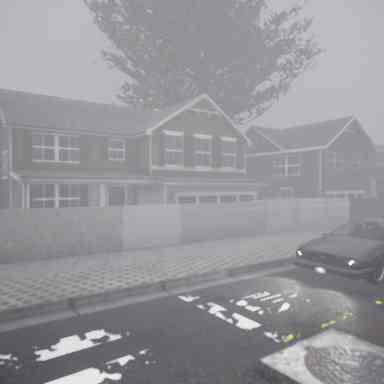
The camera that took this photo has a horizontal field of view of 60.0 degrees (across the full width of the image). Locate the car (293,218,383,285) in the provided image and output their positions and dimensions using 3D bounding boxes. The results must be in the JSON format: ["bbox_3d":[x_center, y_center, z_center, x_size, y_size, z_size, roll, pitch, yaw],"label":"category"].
[{"bbox_3d":[5.247,1.470,9.505,5.357,1.411,2.033,0,1,-35],"label":"car"}]
